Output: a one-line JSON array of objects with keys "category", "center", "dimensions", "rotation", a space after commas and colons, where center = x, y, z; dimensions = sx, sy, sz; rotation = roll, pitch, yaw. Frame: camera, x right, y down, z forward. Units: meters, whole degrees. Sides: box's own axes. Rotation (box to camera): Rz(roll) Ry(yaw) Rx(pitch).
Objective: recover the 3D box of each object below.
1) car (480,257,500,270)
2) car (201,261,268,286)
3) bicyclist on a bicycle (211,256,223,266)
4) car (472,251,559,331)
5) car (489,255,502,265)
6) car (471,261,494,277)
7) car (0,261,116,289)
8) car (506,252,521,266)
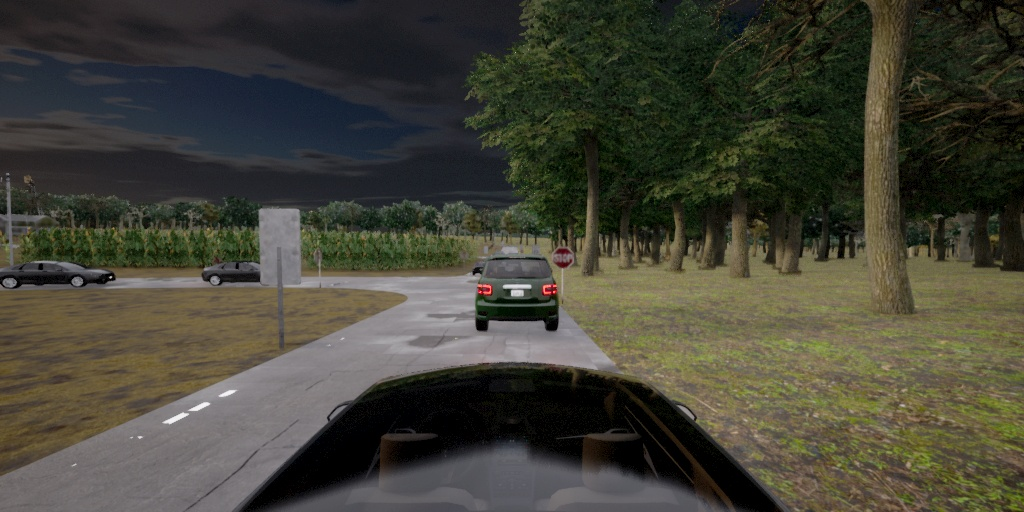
[{"category": "car", "center": [-2.725, 0.905, 45.746], "dimensions": [2.128, 1.511, 4.902], "rotation": [0, 1, 0]}, {"category": "car", "center": [-16.991, 1.085, 23.100], "dimensions": [4.892, 1.490, 1.837], "rotation": [0, 2, -7]}, {"category": "bicyclist on a bicycle", "center": [-23.380, 0.818, 28.447], "dimensions": [0.582, 1.620, 1.656], "rotation": [0, 1, -11]}, {"category": "car", "center": [0.125, 0.959, 11.065], "dimensions": [2.150, 2.045, 5.566], "rotation": [0, 0, 0]}, {"category": "car", "center": [-2.664, 0.666, 58.010], "dimensions": [1.812, 1.442, 4.674], "rotation": [0, 1, 1]}, {"category": "car", "center": [-2.763, 1.197, 34.503], "dimensions": [1.895, 1.301, 4.718], "rotation": [0, 1, 0]}, {"category": "car", "center": [-26.876, 1.068, 21.216], "dimensions": [4.892, 1.490, 1.837], "rotation": [0, 2, -17]}, {"category": "car", "center": [0.229, 0.413, 55.853], "dimensions": [2.150, 2.045, 5.566], "rotation": [0, 1, 0]}]
